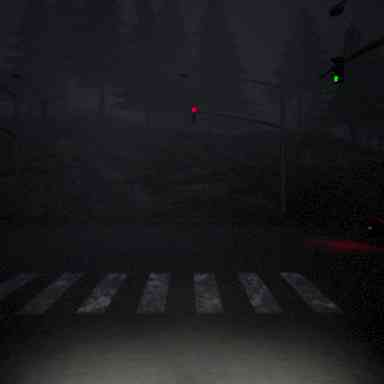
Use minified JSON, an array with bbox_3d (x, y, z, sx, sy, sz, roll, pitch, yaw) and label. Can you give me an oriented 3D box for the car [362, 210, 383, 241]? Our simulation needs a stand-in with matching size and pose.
[{"bbox_3d":[8.888,1.132,12.023,5.008,1.535,1.882,0,1,0],"label":"car"}]
